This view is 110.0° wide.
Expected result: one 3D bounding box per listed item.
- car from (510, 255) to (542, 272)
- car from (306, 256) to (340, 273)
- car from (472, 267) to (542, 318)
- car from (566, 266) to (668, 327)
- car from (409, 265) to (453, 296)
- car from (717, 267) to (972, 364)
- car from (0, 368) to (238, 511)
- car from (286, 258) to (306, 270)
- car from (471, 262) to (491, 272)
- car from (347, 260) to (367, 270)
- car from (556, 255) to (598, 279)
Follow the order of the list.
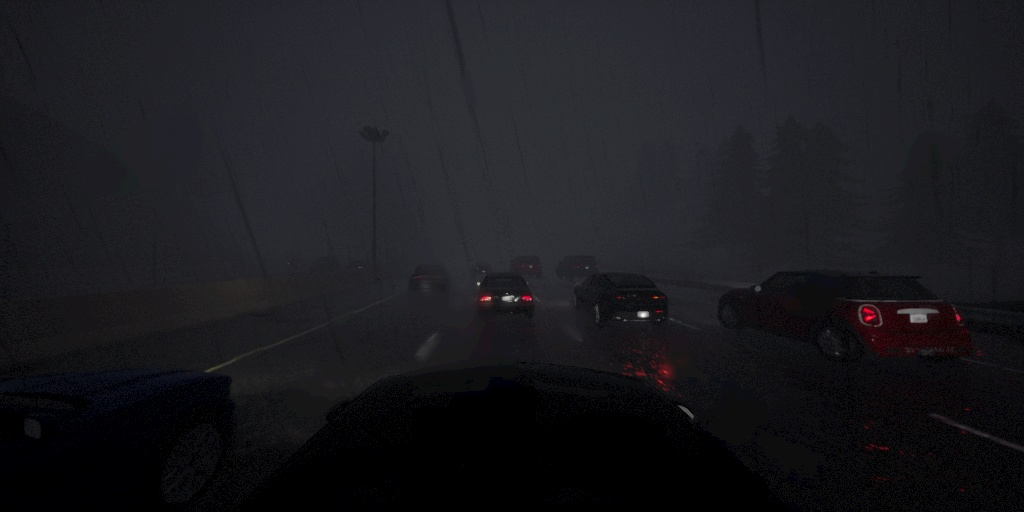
[{"bbox_3d":[1.170,0.971,32.341,2.150,2.045,5.566,0,0,-9],"label":"car"},{"bbox_3d":[-22.429,1.020,43.247,2.150,2.045,5.566,0,0,-13],"label":"car"},{"bbox_3d":[-0.300,1.299,13.013,2.033,1.411,5.357,0,0,-3],"label":"car"},{"bbox_3d":[3.246,1.249,11.591,1.837,1.490,4.892,0,0,-3],"label":"car"},{"bbox_3d":[-4.347,1.251,19.632,2.128,1.511,4.902,0,0,-5],"label":"car"},{"bbox_3d":[6.883,1.089,8.260,2.097,1.767,4.553,0,0,-2],"label":"car"},{"bbox_3d":[-3.466,1.234,1.254,1.882,1.535,5.008,0,0,0],"label":"car"},{"bbox_3d":[-32.511,1.169,54.391,2.097,1.767,4.553,0,0,-17],"label":"car"},{"bbox_3d":[-3.095,1.284,36.536,1.812,1.442,4.674,0,0,-10],"label":"car"},{"bbox_3d":[-19.158,1.296,44.584,1.837,1.490,4.892,0,-1,-13],"label":"car"},{"bbox_3d":[5.175,0.963,29.030,2.150,2.045,5.566,0,0,-7],"label":"car"}]
